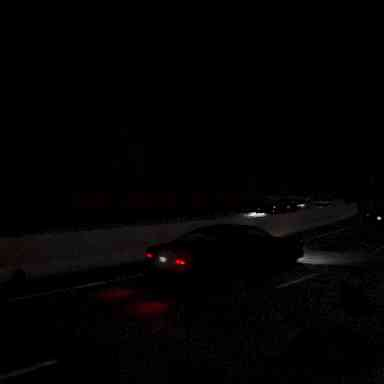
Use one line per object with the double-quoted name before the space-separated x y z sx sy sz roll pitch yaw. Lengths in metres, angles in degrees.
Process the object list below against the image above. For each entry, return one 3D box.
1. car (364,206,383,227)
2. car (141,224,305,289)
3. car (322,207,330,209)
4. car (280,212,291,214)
"car" 13.377 1.670 23.203 1.994 1.385 4.181 -1 -1 38
"car" 1.158 1.652 9.610 5.357 1.411 2.033 0 -1 -43
"car" 16.568 1.502 41.651 2.150 2.045 5.566 -1 0 27
"car" 10.903 1.674 38.704 2.097 1.767 4.553 -1 -1 30
